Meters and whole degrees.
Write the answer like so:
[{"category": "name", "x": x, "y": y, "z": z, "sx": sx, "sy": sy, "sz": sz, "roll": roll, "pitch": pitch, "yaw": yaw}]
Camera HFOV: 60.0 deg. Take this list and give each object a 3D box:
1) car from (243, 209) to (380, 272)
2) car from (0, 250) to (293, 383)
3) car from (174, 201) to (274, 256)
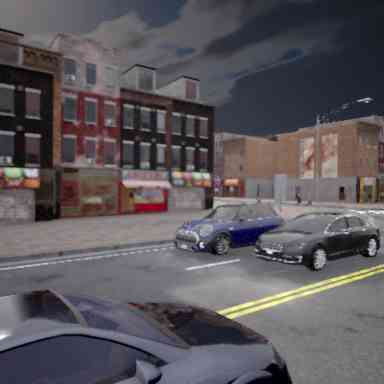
[{"category": "car", "x": 4.138, "y": 1.414, "z": 10.607, "sx": 4.892, "sy": 1.490, "sz": 1.837, "roll": 0, "pitch": 0, "yaw": -35}, {"category": "car", "x": -1.111, "y": 1.559, "z": 2.647, "sx": 4.181, "sy": 1.385, "sz": 1.994, "roll": -1, "pitch": 0, "yaw": -35}, {"category": "car", "x": 1.555, "y": 1.266, "z": 12.760, "sx": 4.553, "sy": 1.767, "sz": 2.097, "roll": -1, "pitch": 0, "yaw": -35}]
